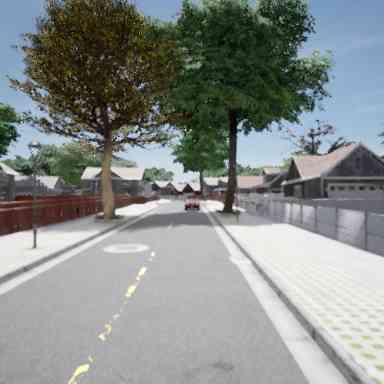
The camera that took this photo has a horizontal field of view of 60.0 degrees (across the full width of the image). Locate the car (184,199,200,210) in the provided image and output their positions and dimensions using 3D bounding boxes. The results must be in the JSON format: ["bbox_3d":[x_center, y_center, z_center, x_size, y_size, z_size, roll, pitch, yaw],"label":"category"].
[{"bbox_3d":[0.046,1.521,41.606,1.895,1.301,4.718,0,0,0],"label":"car"}]
